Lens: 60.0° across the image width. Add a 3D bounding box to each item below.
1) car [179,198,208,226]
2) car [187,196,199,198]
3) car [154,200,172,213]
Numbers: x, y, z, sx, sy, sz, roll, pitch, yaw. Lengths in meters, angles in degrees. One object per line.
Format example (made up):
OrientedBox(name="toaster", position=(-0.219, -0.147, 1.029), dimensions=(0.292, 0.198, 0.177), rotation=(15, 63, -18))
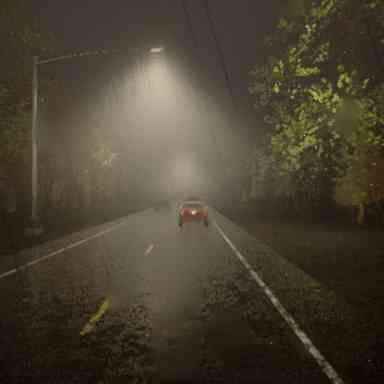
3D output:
OrientedBox(name="car", position=(0.105, 1.540, 25.538), dimensions=(2.097, 1.767, 4.553), rotation=(0, 0, 0))
OrientedBox(name="car", position=(0.105, 1.571, 48.202), dimensions=(2.150, 2.045, 5.566), rotation=(0, 0, 0))
OrientedBox(name="car", position=(-3.577, 1.806, 41.786), dimensions=(1.837, 1.490, 4.892), rotation=(0, 0, 0))
